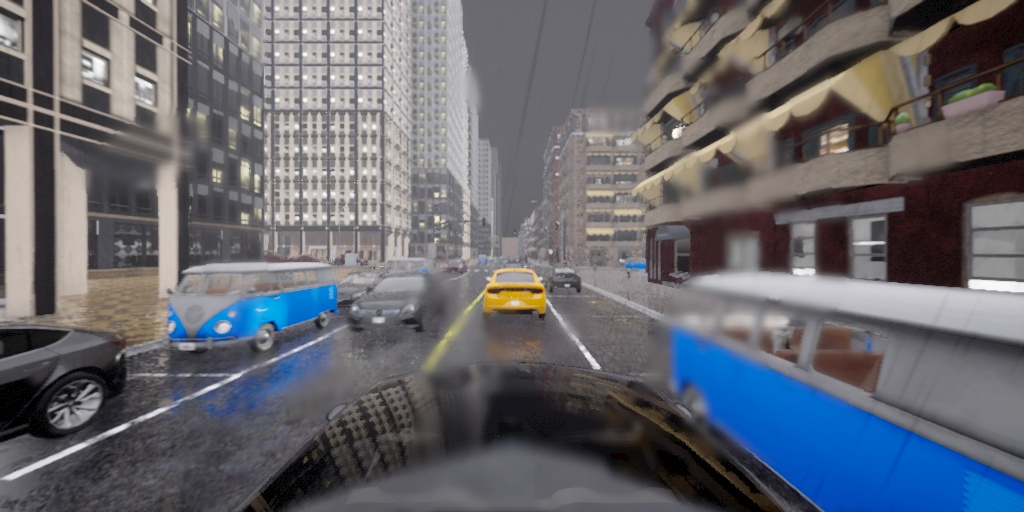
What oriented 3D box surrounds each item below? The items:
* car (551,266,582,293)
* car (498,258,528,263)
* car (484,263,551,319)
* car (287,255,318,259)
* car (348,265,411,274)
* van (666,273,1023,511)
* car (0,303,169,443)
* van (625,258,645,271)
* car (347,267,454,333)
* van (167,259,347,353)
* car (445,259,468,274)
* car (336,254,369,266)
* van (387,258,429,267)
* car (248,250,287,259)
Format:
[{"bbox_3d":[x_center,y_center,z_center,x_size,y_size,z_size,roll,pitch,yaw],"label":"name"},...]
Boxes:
[{"bbox_3d":[2.693,1.191,19.678,2.007,1.370,4.403,0,0,0],"label":"car"},{"bbox_3d":[0.104,1.134,28.773,2.033,1.411,5.357,0,0,0],"label":"car"},{"bbox_3d":[0.095,1.161,12.594,1.882,1.535,5.008,0,0,0],"label":"car"},{"bbox_3d":[-26.713,0.584,47.381,4.207,1.307,1.802,0,0,0],"label":"car"},{"bbox_3d":[-5.689,1.225,14.032,2.007,1.370,4.403,0,0,0],"label":"car"},{"bbox_3d":[2.690,1.084,2.733,1.690,1.789,3.998,0,0,0],"label":"van"},{"bbox_3d":[-5.691,1.310,2.735,1.948,1.339,4.313,0,0,0],"label":"car"},{"bbox_3d":[16.920,1.180,47.339,3.998,1.789,1.690,0,0,0],"label":"van"},{"bbox_3d":[-3.099,1.221,10.671,1.812,1.442,4.674,0,0,0],"label":"car"},{"bbox_3d":[-5.690,1.050,8.383,1.690,1.789,3.998,0,0,0],"label":"van"},{"bbox_3d":[-5.684,0.981,36.626,1.967,1.591,4.097,0,0,0],"label":"car"},{"bbox_3d":[-21.139,0.549,47.394,4.097,1.591,1.967,0,0,0],"label":"car"},{"bbox_3d":[-5.687,0.982,19.680,1.690,1.789,3.998,0,0,0],"label":"van"},{"bbox_3d":[-32.287,0.210,47.369,5.009,1.841,2.192,0,0,0],"label":"car"}]
